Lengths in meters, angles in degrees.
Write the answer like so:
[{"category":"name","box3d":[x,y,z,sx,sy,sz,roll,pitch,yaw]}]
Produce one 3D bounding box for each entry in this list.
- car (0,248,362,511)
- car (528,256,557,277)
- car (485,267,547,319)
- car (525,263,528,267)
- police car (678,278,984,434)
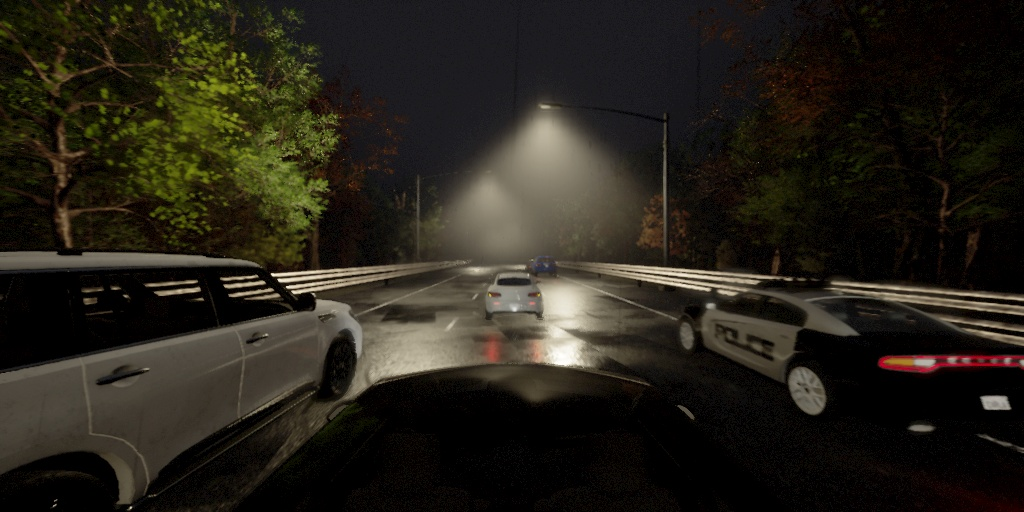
[{"category":"car","box3d":[-3.416,0.973,3.243,2.150,2.045,5.566,0,0,0]},{"category":"car","box3d":[3.204,1.041,36.242,2.150,2.045,5.566,0,0,-1]},{"category":"car","box3d":[0.067,1.294,12.694,1.812,1.442,4.674,0,0,0]},{"category":"car","box3d":[2.845,1.410,47.865,2.033,1.411,5.357,0,0,-2]},{"category":"police car","box3d":[4.546,1.182,5.962,1.930,1.638,5.238,0,0,0]}]
